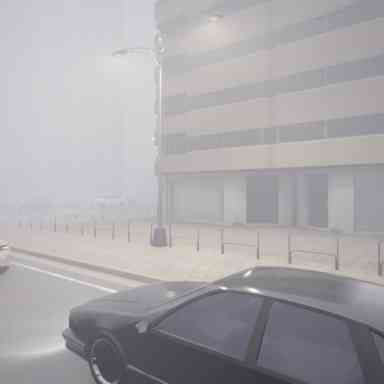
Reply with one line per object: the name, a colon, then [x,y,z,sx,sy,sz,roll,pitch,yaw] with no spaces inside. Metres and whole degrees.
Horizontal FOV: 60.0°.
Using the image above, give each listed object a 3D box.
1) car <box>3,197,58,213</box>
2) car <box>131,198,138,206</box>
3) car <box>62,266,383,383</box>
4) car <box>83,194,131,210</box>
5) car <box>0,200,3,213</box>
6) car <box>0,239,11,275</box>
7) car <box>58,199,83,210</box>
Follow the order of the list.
car: [-17.967,1.407,37.159,2.097,1.767,4.553,0,0,37]
car: [-10.716,1.544,52.457,2.128,1.511,4.902,0,0,38]
car: [0.881,1.547,3.383,5.357,1.411,2.033,0,0,38]
car: [-11.527,1.276,45.642,2.150,2.045,5.566,0,0,37]
car: [-22.752,1.546,36.685,2.128,1.511,4.902,0,0,38]
car: [-6.721,1.525,9.233,4.674,1.442,1.812,0,0,39]
car: [-16.835,1.602,44.445,2.033,1.411,5.357,0,0,37]
